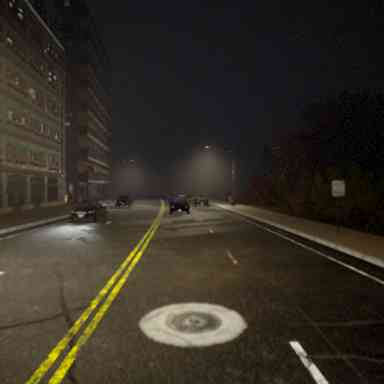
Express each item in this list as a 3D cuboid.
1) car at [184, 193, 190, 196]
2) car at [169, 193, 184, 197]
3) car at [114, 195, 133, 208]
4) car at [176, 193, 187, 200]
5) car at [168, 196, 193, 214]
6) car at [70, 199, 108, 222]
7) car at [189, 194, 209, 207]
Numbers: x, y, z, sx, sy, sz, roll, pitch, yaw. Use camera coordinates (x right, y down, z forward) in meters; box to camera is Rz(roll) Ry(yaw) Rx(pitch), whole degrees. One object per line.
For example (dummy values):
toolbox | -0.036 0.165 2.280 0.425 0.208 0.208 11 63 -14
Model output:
car | -0.453 1.063 61.378 2.128 1.511 4.902 0 0 -6
car | -2.733 1.116 51.427 1.882 1.535 5.008 0 0 -5
car | -8.499 1.110 41.592 1.837 1.490 4.892 0 0 -4
car | -2.449 0.968 77.375 2.128 1.511 4.902 0 0 -8
car | -1.267 1.376 32.651 1.895 1.301 4.718 0 0 -4
car | -7.502 1.304 24.553 2.128 1.511 4.902 0 0 -3
car | 1.105 1.202 44.749 1.837 1.490 4.892 0 0 -5
